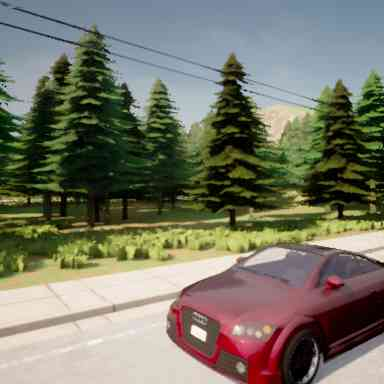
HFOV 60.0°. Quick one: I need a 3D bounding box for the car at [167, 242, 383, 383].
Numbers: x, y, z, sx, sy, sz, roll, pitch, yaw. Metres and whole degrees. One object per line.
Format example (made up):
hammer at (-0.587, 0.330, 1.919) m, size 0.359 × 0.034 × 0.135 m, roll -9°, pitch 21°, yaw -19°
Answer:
car at (1.691, 1.554, 5.285) m, size 4.181 × 1.385 × 1.994 m, roll 0°, pitch 0°, yaw -36°
